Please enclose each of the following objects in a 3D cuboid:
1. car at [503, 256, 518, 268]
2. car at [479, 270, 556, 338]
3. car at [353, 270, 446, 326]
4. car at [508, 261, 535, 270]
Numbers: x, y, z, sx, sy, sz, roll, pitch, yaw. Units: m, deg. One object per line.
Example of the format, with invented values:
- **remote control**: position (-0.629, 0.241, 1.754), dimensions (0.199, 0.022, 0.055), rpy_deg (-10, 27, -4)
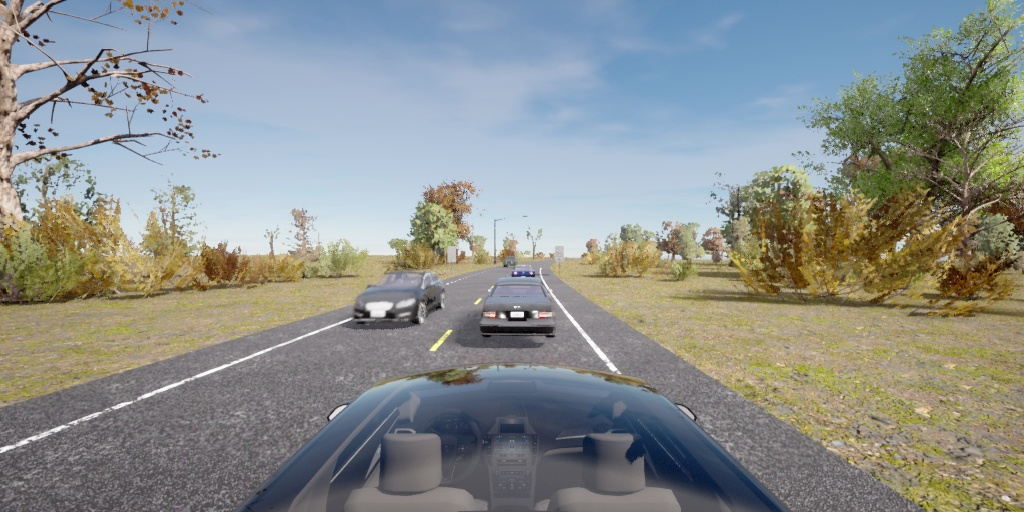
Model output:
- **car**: position (-0.202, 1.043, 61.858), dimensions (2.150, 2.045, 5.566), rpy_deg (0, 0, 6)
- **car**: position (0.210, 1.299, 10.181), dimensions (2.033, 1.411, 5.357), rpy_deg (0, 0, 2)
- **car**: position (-3.441, 1.244, 11.801), dimensions (2.128, 1.511, 4.902), rpy_deg (0, 0, 1)
- **car**: position (0.947, 1.353, 29.774), dimensions (1.895, 1.301, 4.718), rpy_deg (0, 0, 2)
